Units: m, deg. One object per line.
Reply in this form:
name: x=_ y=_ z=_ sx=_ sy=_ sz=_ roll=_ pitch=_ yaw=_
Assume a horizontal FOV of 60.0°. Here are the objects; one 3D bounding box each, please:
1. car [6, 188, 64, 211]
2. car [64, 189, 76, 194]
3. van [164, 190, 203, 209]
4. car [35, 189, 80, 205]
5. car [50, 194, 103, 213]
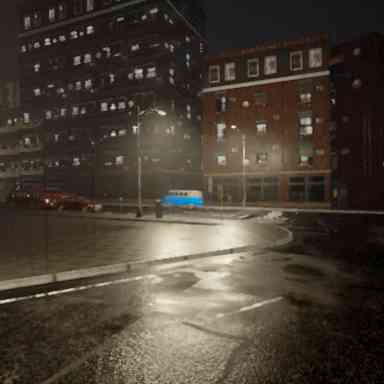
car: x=-14.657 y=0.721 z=30.364 sx=5.009 sy=1.841 sz=2.192 roll=1 pitch=0 yaw=24
car: x=-13.966 y=0.585 z=32.872 sx=5.566 sy=2.045 sz=2.150 roll=1 pitch=1 yaw=24
van: x=-0.855 y=0.749 z=33.350 sx=3.998 sy=1.788 sz=1.690 roll=1 pitch=0 yaw=24
car: x=-16.268 y=0.537 z=40.273 sx=5.009 sy=1.841 sz=2.192 roll=1 pitch=0 yaw=24
car: x=-9.523 y=1.050 z=28.056 sx=4.206 sy=1.307 sz=1.802 roll=1 pitch=0 yaw=24
